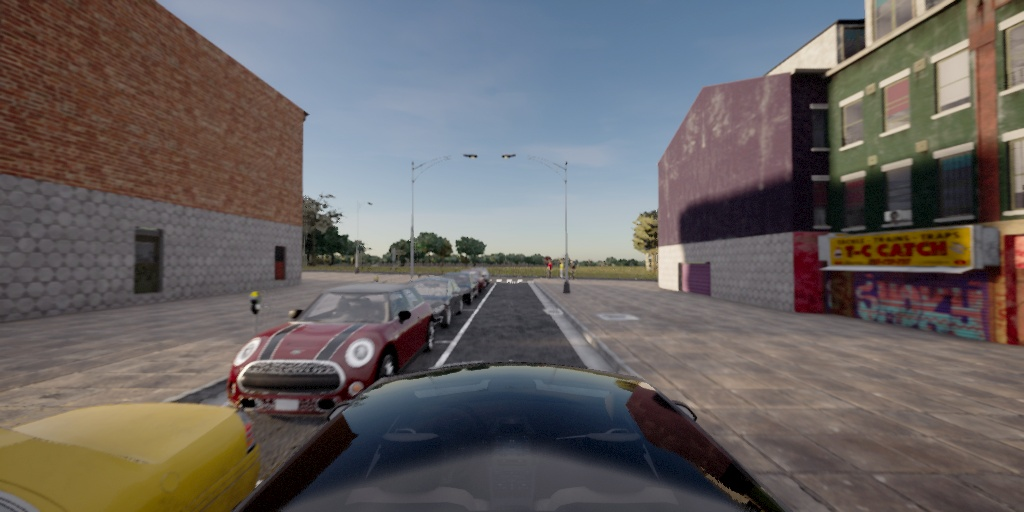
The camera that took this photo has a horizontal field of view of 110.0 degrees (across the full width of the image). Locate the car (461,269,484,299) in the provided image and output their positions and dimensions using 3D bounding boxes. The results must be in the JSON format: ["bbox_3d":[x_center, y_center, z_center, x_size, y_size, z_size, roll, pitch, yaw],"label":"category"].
[{"bbox_3d":[-2.635,1.487,17.263,1.948,1.339,4.313,0,0,0],"label":"car"}]

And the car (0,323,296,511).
[{"bbox_3d":[-2.637,1.265,0.476,1.751,1.417,4.829,0,0,0],"label":"car"}]

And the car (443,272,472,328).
[{"bbox_3d":[-2.636,1.407,11.723,2.007,1.370,4.403,0,0,0],"label":"car"}]

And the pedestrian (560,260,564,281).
[{"bbox_3d":[4.513,1.259,32.097,0.375,1.860,0.375,1,-1,0],"label":"pedestrian"}]

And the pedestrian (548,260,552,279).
[{"bbox_3d":[3.514,1.246,33.297,0.375,1.860,0.375,1,-1,0],"label":"pedestrian"}]

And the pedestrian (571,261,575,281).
[{"bbox_3d":[5.513,1.310,32.696,0.375,1.860,0.375,1,-1,0],"label":"pedestrian"}]

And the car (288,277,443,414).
[{"bbox_3d":[-2.637,1.235,6.184,1.967,1.591,4.097,0,0,0],"label":"car"}]

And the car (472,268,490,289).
[{"bbox_3d":[-2.635,1.531,22.803,1.888,1.381,4.507,0,0,0],"label":"car"}]
